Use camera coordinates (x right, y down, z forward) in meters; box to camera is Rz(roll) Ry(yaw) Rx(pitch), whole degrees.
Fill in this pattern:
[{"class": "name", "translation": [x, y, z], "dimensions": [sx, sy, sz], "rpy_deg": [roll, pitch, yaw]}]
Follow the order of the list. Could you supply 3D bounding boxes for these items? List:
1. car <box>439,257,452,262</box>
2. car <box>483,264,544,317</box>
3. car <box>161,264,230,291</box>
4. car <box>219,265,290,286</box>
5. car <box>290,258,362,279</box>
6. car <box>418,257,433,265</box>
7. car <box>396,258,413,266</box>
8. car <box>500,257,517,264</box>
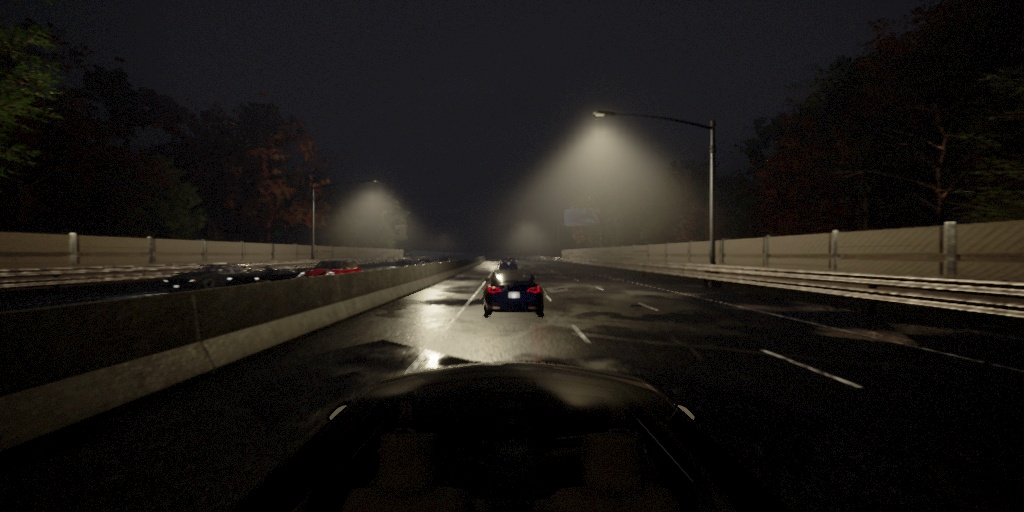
[{"class": "car", "translation": [-11.640, 0.961, 62.987], "dimensions": [1.837, 1.490, 4.892], "rpy_deg": [0, 0, -1]}, {"class": "car", "translation": [0.046, 1.200, 13.060], "dimensions": [2.163, 1.488, 4.792], "rpy_deg": [0, 0, 0]}, {"class": "car", "translation": [-17.733, 1.208, 21.568], "dimensions": [2.033, 1.411, 5.357], "rpy_deg": [0, 0, -1]}, {"class": "car", "translation": [-14.227, 1.262, 21.086], "dimensions": [1.895, 1.301, 4.718], "rpy_deg": [0, 0, -1]}, {"class": "car", "translation": [-10.732, 1.011, 21.459], "dimensions": [2.097, 1.767, 4.553], "rpy_deg": [0, 0, -1]}, {"class": "car", "translation": [-15.135, 0.954, 62.828], "dimensions": [2.128, 1.511, 4.902], "rpy_deg": [0, 0, -1]}, {"class": "car", "translation": [-18.608, 1.065, 62.120], "dimensions": [1.895, 1.301, 4.718], "rpy_deg": [0, 0, -1]}, {"class": "car", "translation": [-0.427, 0.906, 42.937], "dimensions": [2.097, 1.767, 4.553], "rpy_deg": [0, 0, -1]}]
